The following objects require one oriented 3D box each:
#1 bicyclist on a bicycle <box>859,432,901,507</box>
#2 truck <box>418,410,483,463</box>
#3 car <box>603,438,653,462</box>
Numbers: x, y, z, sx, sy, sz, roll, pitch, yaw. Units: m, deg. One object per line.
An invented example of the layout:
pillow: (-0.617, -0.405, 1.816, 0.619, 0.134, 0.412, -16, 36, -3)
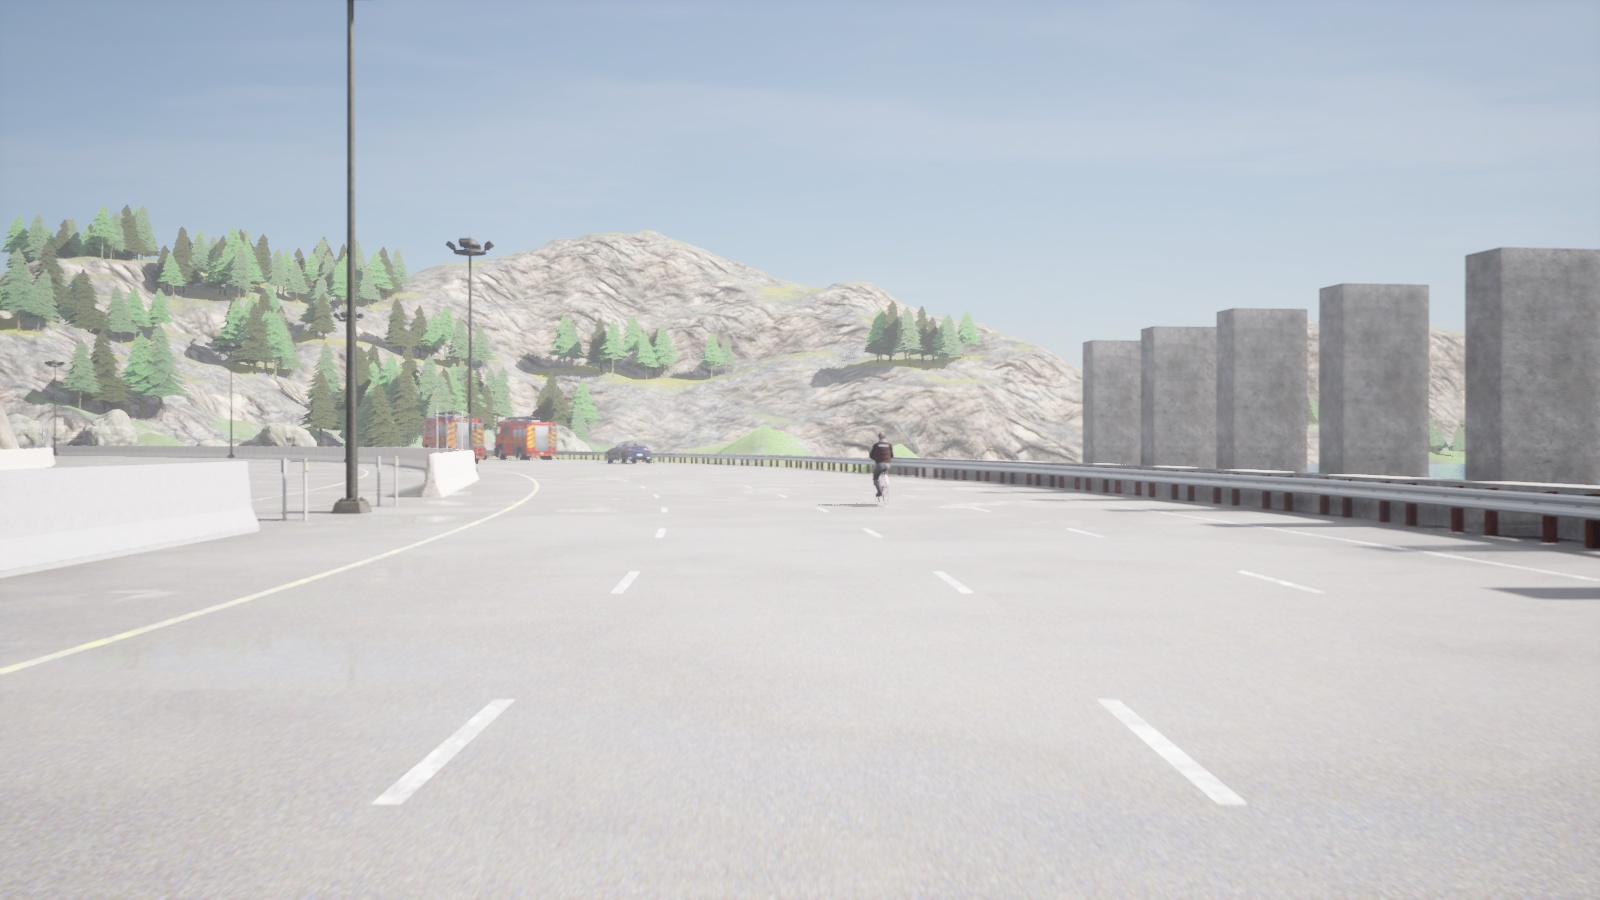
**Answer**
bicyclist on a bicycle: (1.930, 0.447, 30.446, 0.659, 1.776, 1.843, 0, 1, -7)
truck: (-26.637, -0.978, 95.525, 2.891, 3.827, 8.468, 0, 0, -29)
car: (-12.475, 0.002, 90.968, 2.152, 1.651, 5.027, 0, 0, -26)
